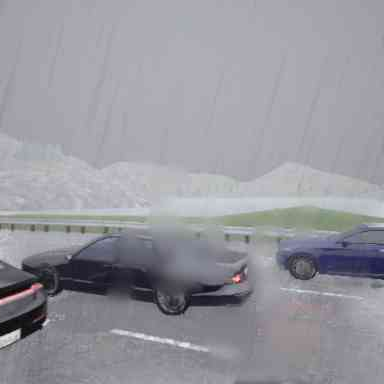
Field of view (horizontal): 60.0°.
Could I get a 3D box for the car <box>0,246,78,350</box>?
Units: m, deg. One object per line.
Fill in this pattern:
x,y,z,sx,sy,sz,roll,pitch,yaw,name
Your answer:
-4.363,1.503,4.816,4.902,1.511,2.128,0,0,23,car

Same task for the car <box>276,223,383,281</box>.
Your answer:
4.579,1.536,8.556,4.674,1.442,1.812,0,0,25,car

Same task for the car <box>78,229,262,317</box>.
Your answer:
-1.253,1.561,7.344,5.357,1.411,2.033,0,0,23,car
